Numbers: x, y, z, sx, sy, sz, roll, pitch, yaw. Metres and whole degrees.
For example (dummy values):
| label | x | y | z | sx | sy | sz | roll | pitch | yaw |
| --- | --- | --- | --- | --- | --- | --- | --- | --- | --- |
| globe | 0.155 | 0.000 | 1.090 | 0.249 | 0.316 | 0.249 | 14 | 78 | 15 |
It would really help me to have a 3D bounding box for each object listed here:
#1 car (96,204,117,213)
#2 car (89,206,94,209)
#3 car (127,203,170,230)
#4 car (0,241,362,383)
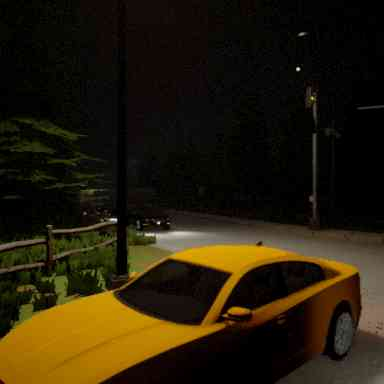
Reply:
| label | x | y | z | sx | sy | sz | roll | pitch | yaw |
| --- | --- | --- | --- | --- | --- | --- | --- | --- | --- |
| car | -7.039 | 1.542 | 29.761 | 1.994 | 1.385 | 4.181 | 0 | 0 | -24 |
| car | -11.210 | 1.505 | 39.096 | 1.812 | 1.442 | 4.674 | 0 | 0 | -24 |
| car | -2.890 | 1.482 | 20.714 | 1.837 | 1.490 | 4.892 | 0 | 0 | -25 |
| car | 0.340 | 1.479 | 4.242 | 5.008 | 1.535 | 1.882 | 0 | -1 | -41 |
